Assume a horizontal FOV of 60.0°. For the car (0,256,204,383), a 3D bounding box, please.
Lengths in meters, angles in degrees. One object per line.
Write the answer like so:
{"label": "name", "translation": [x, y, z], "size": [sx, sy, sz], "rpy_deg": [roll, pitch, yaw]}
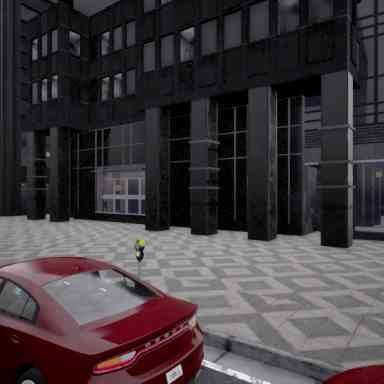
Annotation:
{"label": "car", "translation": [-1.974, 1.545, 4.378], "size": [4.507, 1.381, 1.887], "rpy_deg": [0, 0, 36]}

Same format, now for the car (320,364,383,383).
{"label": "car", "translation": [2.608, 1.545, 1.096], "size": [4.507, 1.381, 1.887], "rpy_deg": [0, 0, 36]}
